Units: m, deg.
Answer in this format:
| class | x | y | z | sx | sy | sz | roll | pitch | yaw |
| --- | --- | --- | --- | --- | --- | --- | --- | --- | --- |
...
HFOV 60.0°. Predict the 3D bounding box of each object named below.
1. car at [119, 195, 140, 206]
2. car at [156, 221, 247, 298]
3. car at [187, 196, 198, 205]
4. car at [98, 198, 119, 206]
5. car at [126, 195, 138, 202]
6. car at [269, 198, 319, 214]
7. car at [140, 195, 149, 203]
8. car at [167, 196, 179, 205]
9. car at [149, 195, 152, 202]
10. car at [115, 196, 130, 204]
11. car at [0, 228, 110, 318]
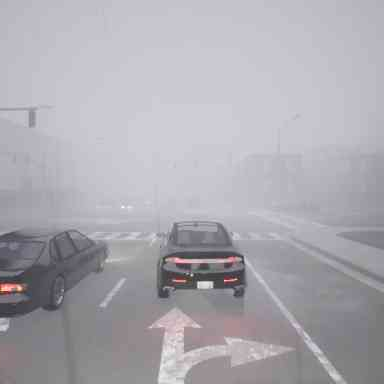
| class | x | y | z | sx | sy | sz | roll | pitch | yaw |
| --- | --- | --- | --- | --- | --- | --- | --- | --- | --- |
| car | -10.582 | 1.491 | 56.094 | 2.128 | 1.511 | 4.902 | 0 | 0 | 0 |
| car | 0.114 | 1.492 | 8.517 | 2.128 | 1.511 | 4.902 | 0 | 0 | -3 |
| car | 0.093 | 1.477 | 60.606 | 1.882 | 1.535 | 5.008 | 0 | 0 | 0 |
| car | -14.084 | 1.601 | 55.291 | 1.895 | 1.301 | 4.718 | 0 | 0 | 0 |
| car | -14.009 | 1.540 | 78.070 | 2.033 | 1.411 | 5.357 | 0 | 0 | 0 |
| car | 10.786 | 1.601 | 35.213 | 4.718 | 1.301 | 1.895 | 0 | 0 | -1 |
| car | -10.520 | 1.351 | 67.256 | 2.097 | 1.767 | 4.553 | 0 | 0 | 0 |
| car | -3.420 | 1.525 | 60.074 | 1.812 | 1.442 | 4.674 | 0 | 0 | 0 |
| car | -10.509 | 1.525 | 77.727 | 2.128 | 1.511 | 4.902 | 0 | 0 | 0 |
| car | -14.012 | 1.547 | 67.347 | 2.033 | 1.411 | 5.357 | 0 | 0 | 0 |
| car | -3.432 | 1.547 | 7.712 | 2.033 | 1.411 | 5.357 | 0 | 0 | 0 |
